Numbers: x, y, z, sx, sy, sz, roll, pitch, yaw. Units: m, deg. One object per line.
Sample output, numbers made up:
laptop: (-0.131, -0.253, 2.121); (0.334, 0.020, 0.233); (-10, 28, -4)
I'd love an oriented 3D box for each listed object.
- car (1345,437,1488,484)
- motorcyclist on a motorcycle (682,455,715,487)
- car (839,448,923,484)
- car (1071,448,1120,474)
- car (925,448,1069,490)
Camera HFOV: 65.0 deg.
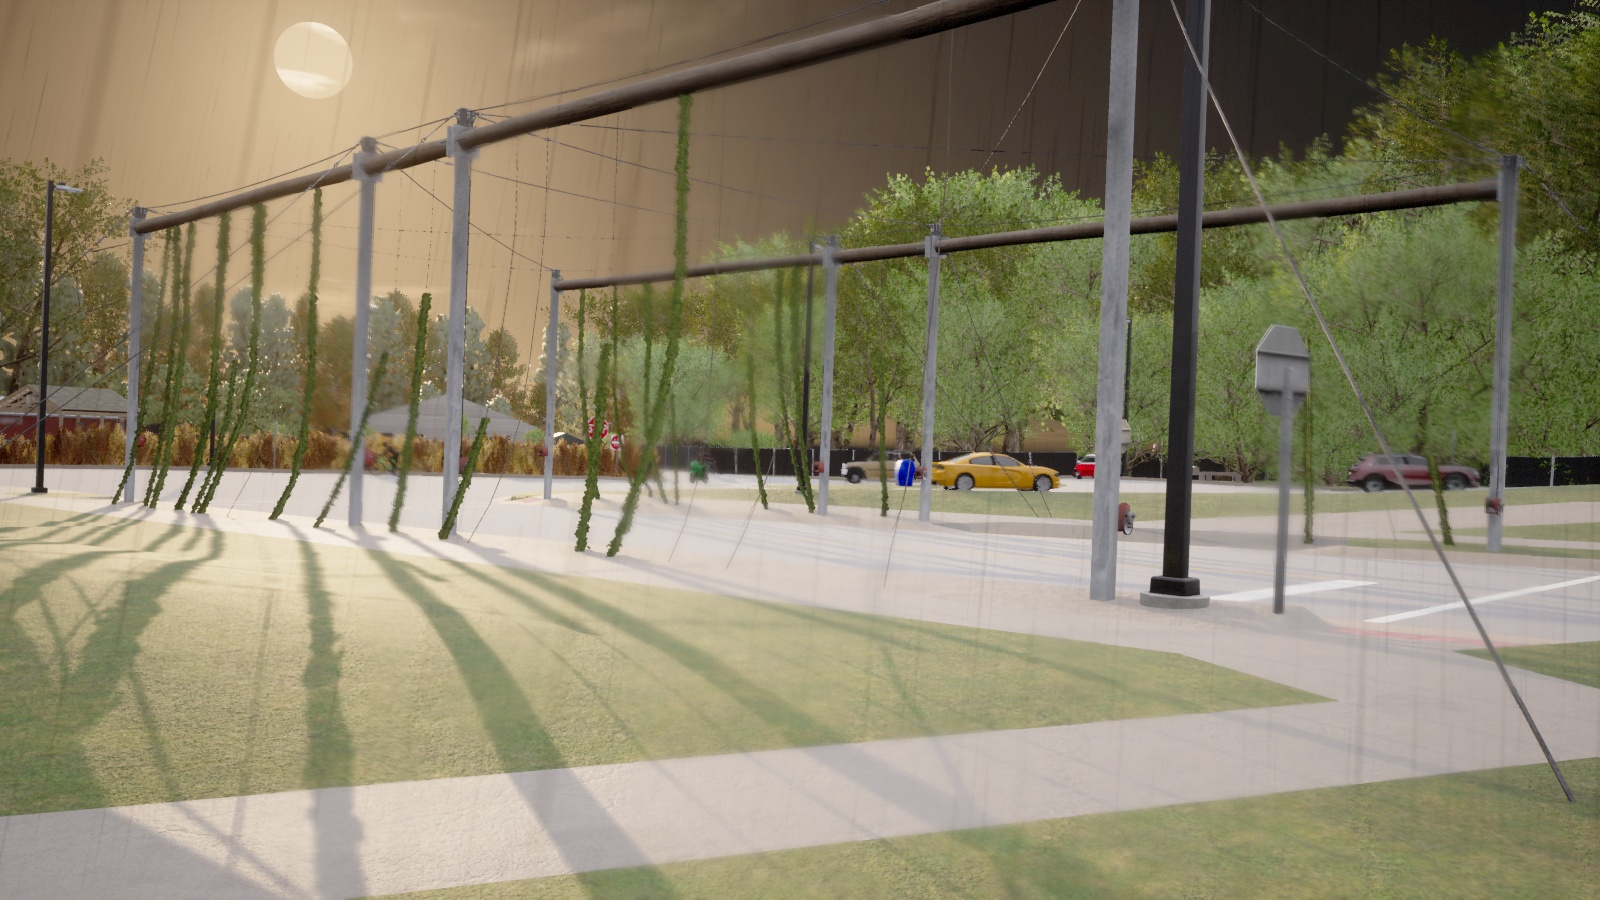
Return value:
car: (24.622, 0.424, 50.335); (4.856, 1.649, 2.033); (-3, -1, 20)
motorcyclist on a motorcycle: (-5.028, 1.051, 62.462); (0.797, 1.523, 2.044); (1, -1, 21)
car: (4.575, 0.889, 70.335); (4.605, 1.855, 1.932); (-2, -1, 5)
car: (15.903, 0.579, 67.638); (1.481, 1.376, 2.207); (0, 0, -28)
car: (7.428, 0.691, 47.531); (5.008, 1.535, 1.882); (0, 0, -10)
